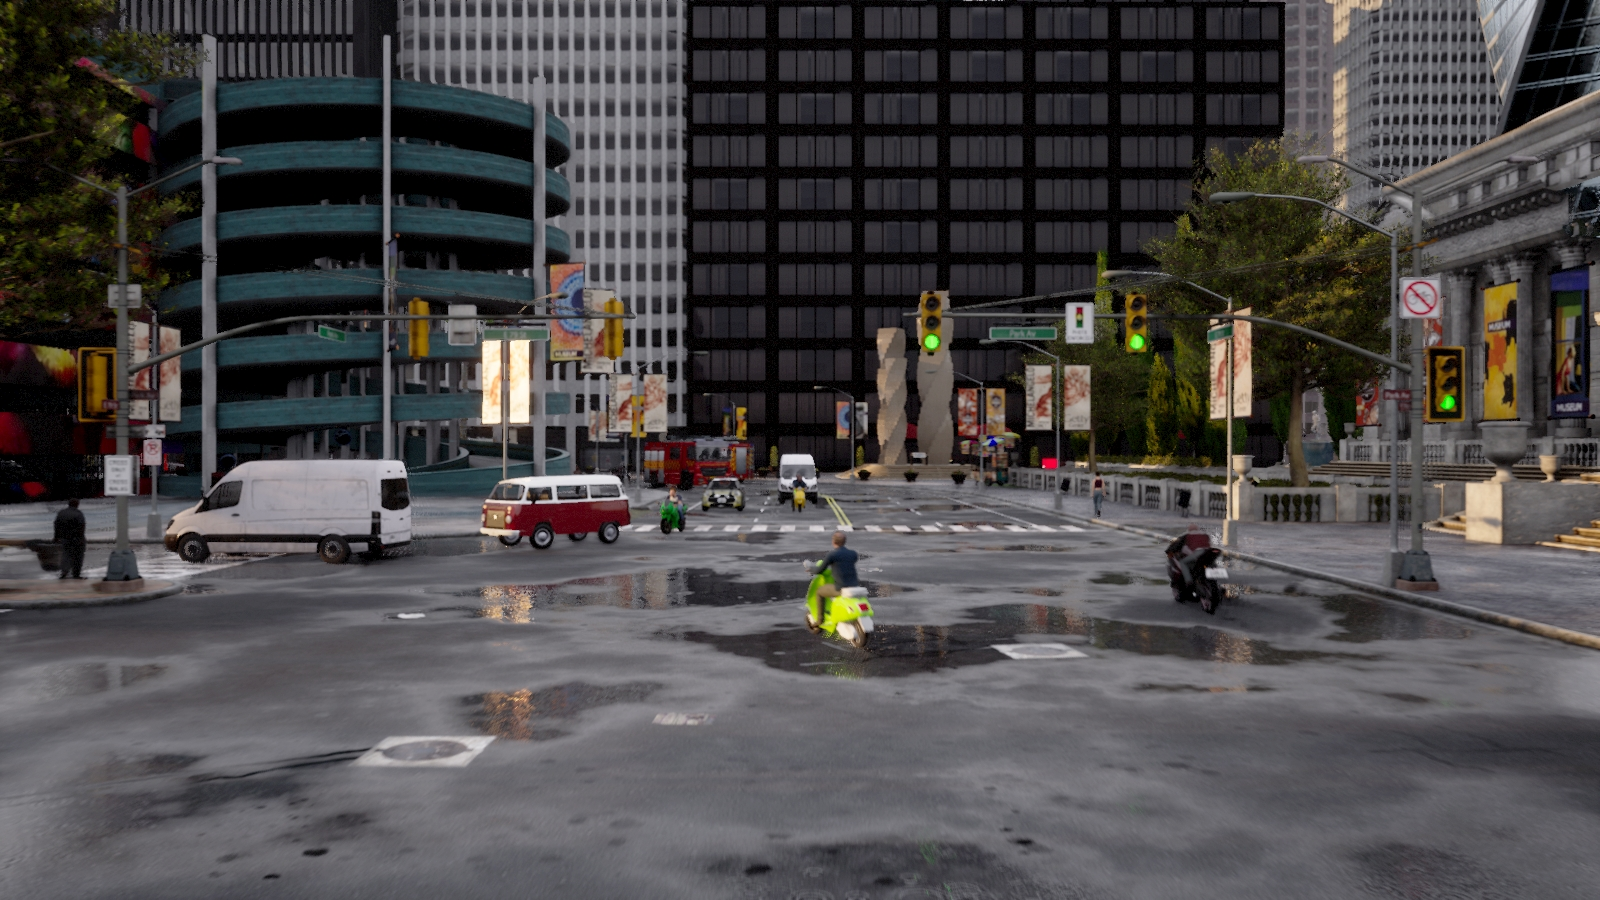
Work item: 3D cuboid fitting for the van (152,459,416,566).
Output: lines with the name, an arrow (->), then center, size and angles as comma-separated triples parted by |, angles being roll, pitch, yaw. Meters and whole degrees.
van -> -13.050, 1.535, 29.062 | 5.915, 2.561, 1.988 | 0, 0, 6

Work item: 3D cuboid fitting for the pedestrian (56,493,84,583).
pedestrian -> -15.353, 1.849, 24.035 | 0.375, 1.860, 0.375 | 0, 0, -10

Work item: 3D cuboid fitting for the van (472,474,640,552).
van -> -7.126, 1.784, 33.722 | 2.069, 2.038, 4.480 | 0, 0, 41

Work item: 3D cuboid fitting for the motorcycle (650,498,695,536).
motorcycle -> -4.252, 2.213, 38.288 | 0.803, 1.145, 2.033 | 0, 0, 15

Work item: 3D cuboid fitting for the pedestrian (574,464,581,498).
pedestrian -> -12.353, 1.697, 63.386 | 0.375, 1.860, 0.375 | 0, 0, -9

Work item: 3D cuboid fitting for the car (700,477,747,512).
car -> -3.549, 2.065, 53.568 | 1.970, 1.475, 3.806 | 0, 0, 0

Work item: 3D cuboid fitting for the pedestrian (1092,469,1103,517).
pedestrian -> 11.702, 1.697, 44.915 | 0.375, 1.860, 0.375 | 0, 0, 7

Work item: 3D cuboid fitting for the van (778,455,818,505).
van -> -0.162, 1.535, 61.520 | 1.988, 2.561, 5.915 | 0, 0, -2

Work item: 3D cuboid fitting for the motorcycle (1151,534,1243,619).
motorcycle -> 6.994, 2.205, 20.275 | 0.867, 1.251, 2.209 | 0, 0, 0

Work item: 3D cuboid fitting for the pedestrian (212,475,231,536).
pedestrian -> -17.862, 1.697, 35.298 | 0.375, 1.860, 0.375 | 0, 0, 21
